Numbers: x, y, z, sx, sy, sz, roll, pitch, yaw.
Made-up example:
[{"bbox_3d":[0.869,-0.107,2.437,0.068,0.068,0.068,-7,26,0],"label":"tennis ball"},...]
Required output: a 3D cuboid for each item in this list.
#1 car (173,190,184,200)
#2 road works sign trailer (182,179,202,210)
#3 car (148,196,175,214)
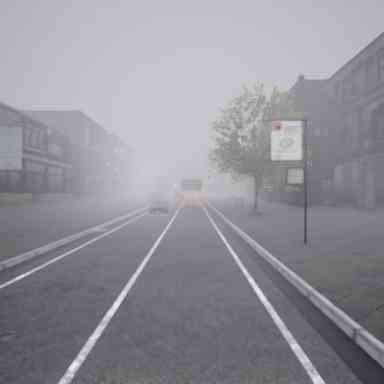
[{"bbox_3d":[-3.037,0.639,73.558,2.150,2.045,5.566,0,0,0],"label":"car"},{"bbox_3d":[-0.006,0.238,38.948,2.380,3.560,2.880,0,1,0],"label":"road works sign trailer"},{"bbox_3d":[-3.116,1.384,32.982,2.033,1.411,5.357,0,1,0],"label":"car"}]
